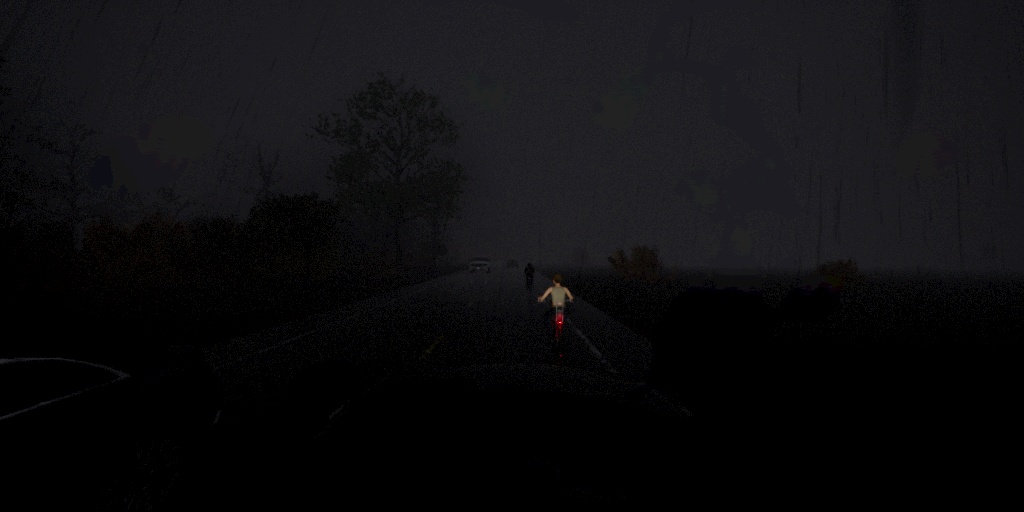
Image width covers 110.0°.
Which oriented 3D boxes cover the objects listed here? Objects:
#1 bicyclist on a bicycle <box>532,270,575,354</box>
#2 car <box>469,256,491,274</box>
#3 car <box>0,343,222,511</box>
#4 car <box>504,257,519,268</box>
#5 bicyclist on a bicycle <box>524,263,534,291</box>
[{"bbox_3d":[0.972,1.187,7.791,0.866,1.612,1.509,0,0,0],"label":"bicyclist on a bicycle"},{"bbox_3d":[-3.605,0.960,41.081,2.150,2.045,5.566,0,0,0],"label":"car"},{"bbox_3d":[-3.600,1.241,1.228,2.128,1.511,4.902,0,0,0],"label":"car"},{"bbox_3d":[0.089,1.230,59.718,1.837,1.490,4.892,0,0,0],"label":"car"},{"bbox_3d":[0.959,1.201,19.575,0.582,1.620,1.656,0,0,0],"label":"bicyclist on a bicycle"}]
